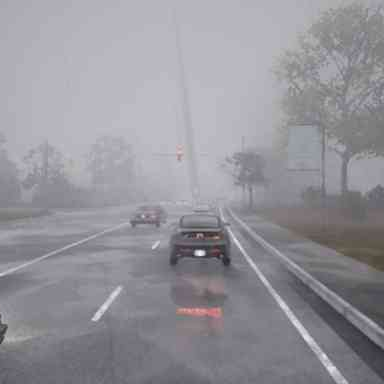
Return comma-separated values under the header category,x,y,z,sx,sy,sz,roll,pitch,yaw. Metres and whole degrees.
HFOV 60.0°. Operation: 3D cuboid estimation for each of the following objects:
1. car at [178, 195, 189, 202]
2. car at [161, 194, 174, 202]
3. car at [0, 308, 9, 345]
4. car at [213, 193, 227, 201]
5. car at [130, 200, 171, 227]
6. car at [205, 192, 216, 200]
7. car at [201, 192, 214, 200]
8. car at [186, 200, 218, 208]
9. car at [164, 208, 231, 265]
category,x,y,z,sx,sy,sz,roll,pitch,yaw
car,-1.790,1.431,71.164,1.882,1.535,5.008,0,0,8
car,-5.237,1.306,71.780,2.097,1.767,4.553,0,0,8
car,-3.377,1.544,1.946,2.033,1.411,5.357,0,0,0
car,6.878,1.471,81.231,1.812,1.442,4.674,0,0,10
car,-2.826,1.531,22.485,2.033,1.411,5.357,0,0,3
car,5.174,1.019,91.595,2.150,2.045,5.566,0,0,11
car,3.415,1.298,81.741,2.097,1.767,4.553,0,0,10
car,0.736,1.511,23.569,1.812,1.442,4.674,0,0,4
car,0.289,1.493,11.619,1.837,1.490,4.892,0,-1,2
